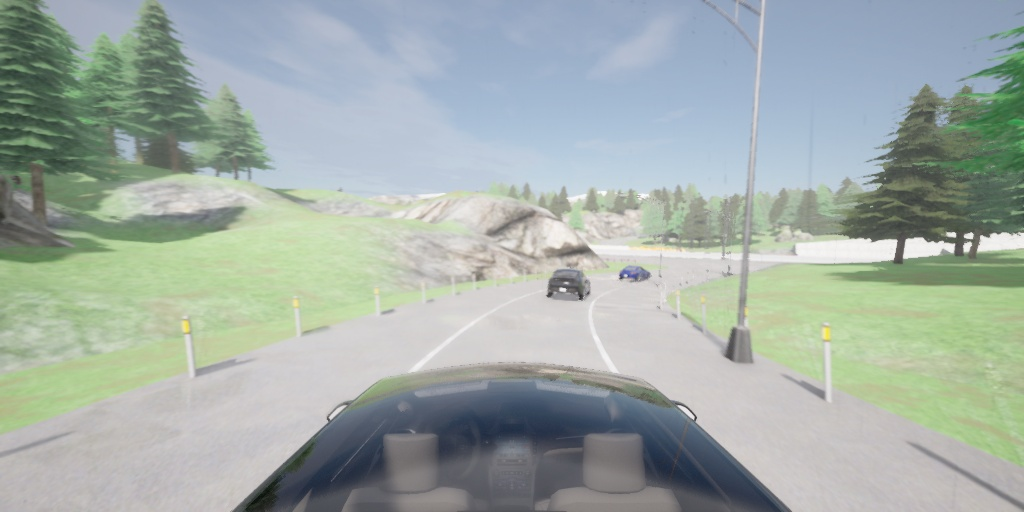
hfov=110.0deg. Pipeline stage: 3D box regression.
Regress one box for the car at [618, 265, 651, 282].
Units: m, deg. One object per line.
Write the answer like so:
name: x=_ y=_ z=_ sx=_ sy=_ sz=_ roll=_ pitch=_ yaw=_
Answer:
car: x=12.033 y=1.641 z=35.059 sx=1.812 sy=1.442 sz=4.674 roll=5 pitch=3 yaw=40

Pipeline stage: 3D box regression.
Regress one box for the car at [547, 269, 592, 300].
car: x=3.213 y=1.452 z=19.740 sx=1.837 sy=1.490 sz=4.892 roll=2 pitch=0 yaw=18
